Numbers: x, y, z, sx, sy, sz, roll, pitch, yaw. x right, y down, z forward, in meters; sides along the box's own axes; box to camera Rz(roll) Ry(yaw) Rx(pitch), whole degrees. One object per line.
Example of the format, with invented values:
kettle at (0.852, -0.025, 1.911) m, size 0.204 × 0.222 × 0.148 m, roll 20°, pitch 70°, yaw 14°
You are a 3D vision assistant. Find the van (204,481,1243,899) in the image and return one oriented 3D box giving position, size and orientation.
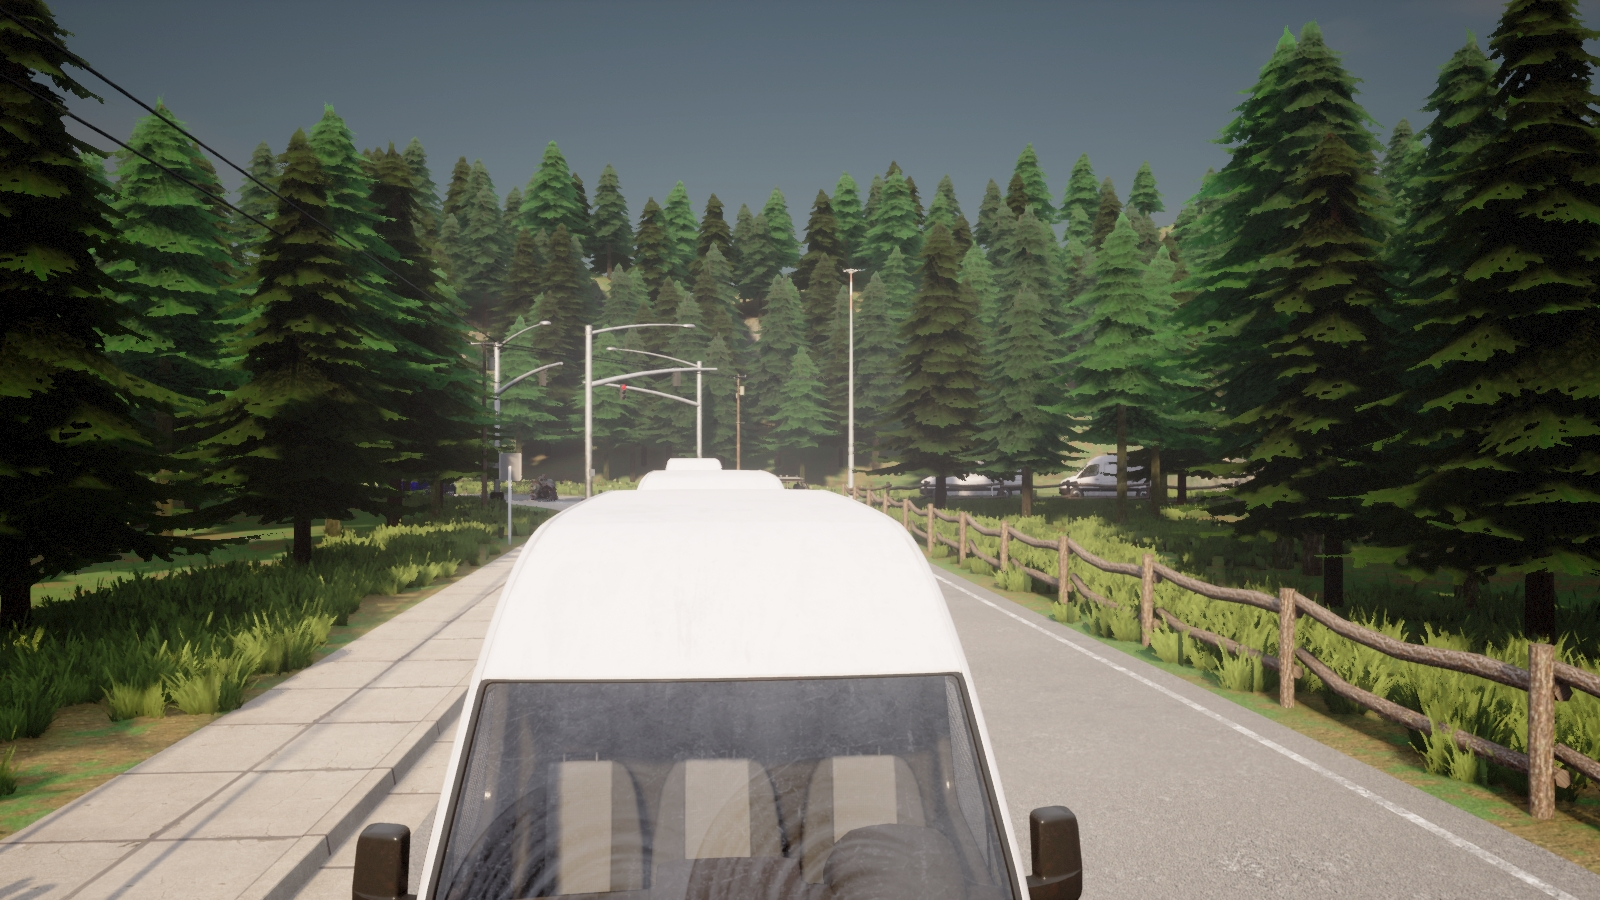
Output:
van at (-0.347, 1.499, 5.139) m, size 1.988 × 2.561 × 5.915 m, roll 0°, pitch 0°, yaw -5°
